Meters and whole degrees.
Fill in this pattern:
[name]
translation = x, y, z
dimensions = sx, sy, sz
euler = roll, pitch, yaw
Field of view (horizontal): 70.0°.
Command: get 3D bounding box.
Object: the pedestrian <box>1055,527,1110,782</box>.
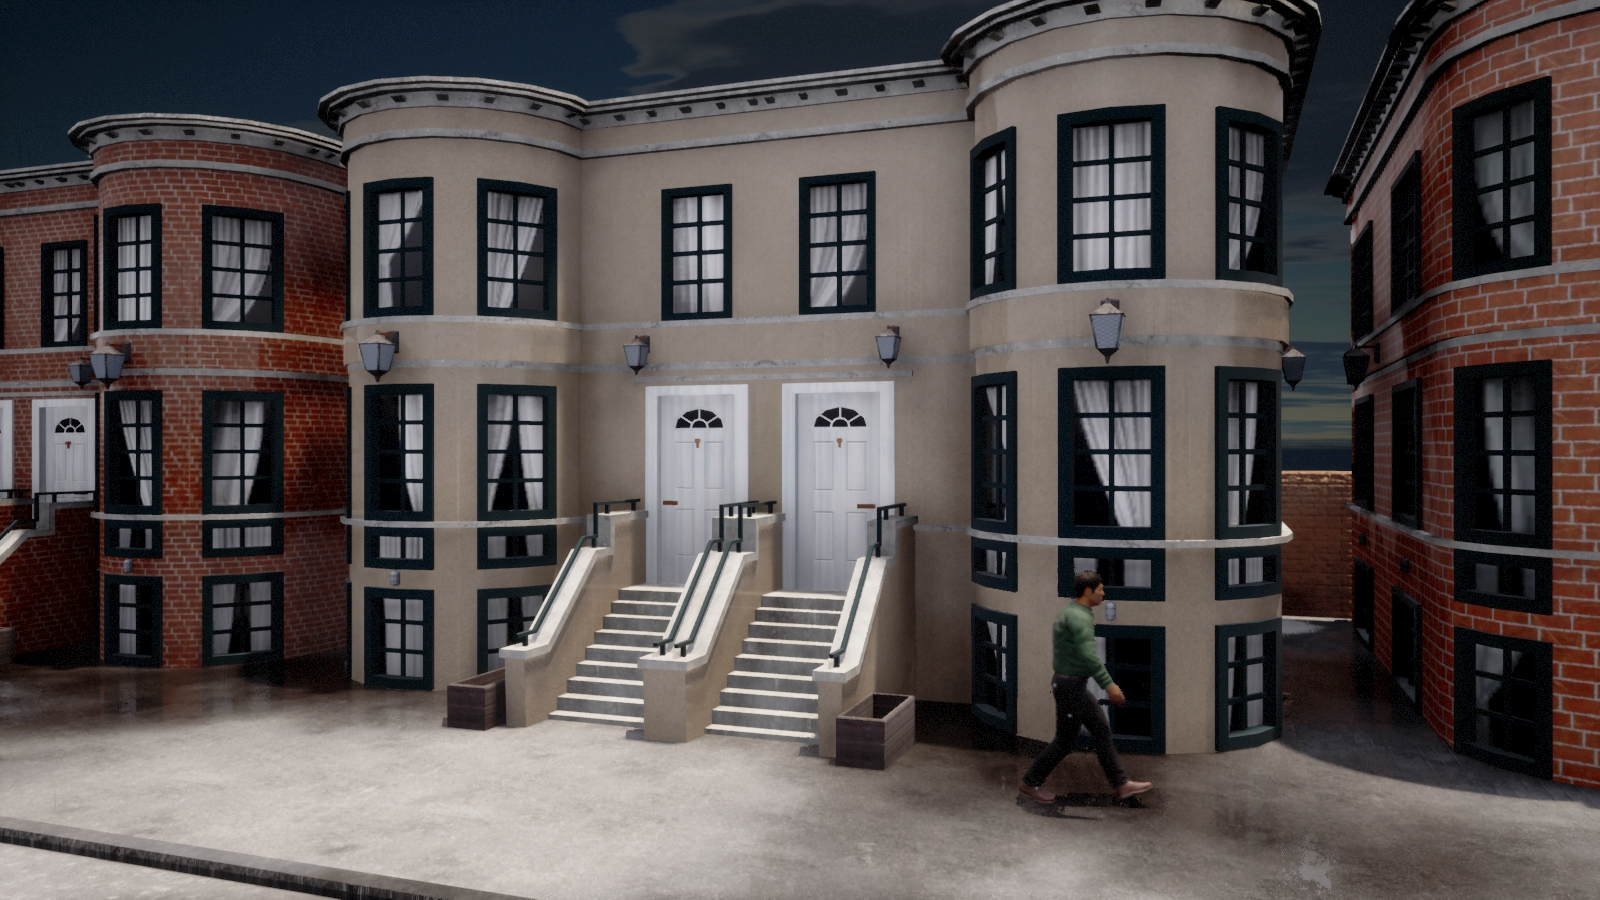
[pedestrian]
translation = 2.135, 1.525, 8.654
dimensions = 0.375, 1.860, 0.375
euler = 0, 0, 10
